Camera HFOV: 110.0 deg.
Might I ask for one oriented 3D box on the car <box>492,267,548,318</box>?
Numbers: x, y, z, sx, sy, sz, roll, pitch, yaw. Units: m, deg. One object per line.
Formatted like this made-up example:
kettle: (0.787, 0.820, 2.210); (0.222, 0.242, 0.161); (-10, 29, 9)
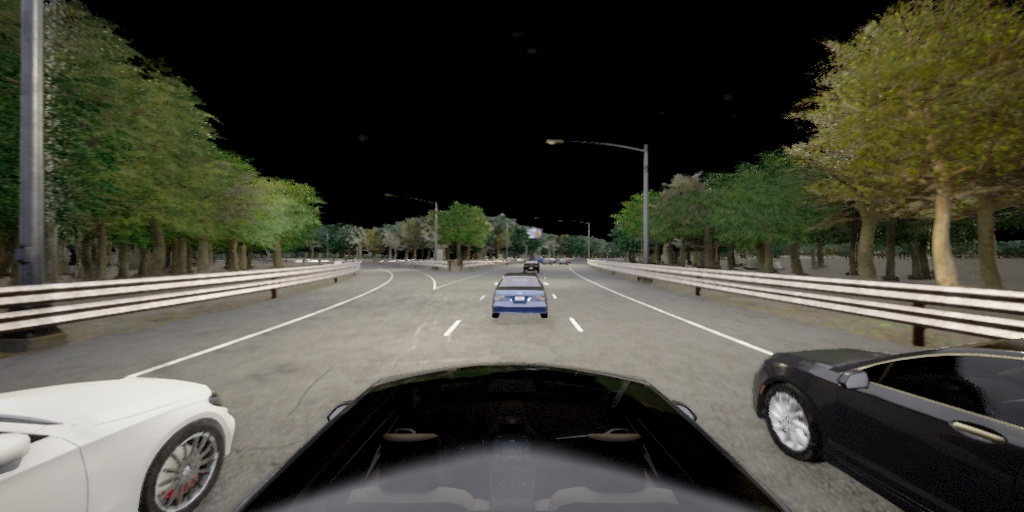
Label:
car: (0.305, 1.299, 13.067); (2.033, 1.411, 5.357); (0, 0, 2)

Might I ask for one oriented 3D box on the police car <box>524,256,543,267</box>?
police car: (2.482, 1.189, 44.172); (1.930, 1.638, 5.238); (0, 0, 6)

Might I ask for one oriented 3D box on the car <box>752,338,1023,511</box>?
car: (3.635, 1.259, 2.082); (1.837, 1.490, 4.892); (0, 0, 0)

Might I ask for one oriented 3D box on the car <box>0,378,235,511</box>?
car: (-3.368, 1.272, 1.204); (1.812, 1.442, 4.674); (0, 0, 0)
